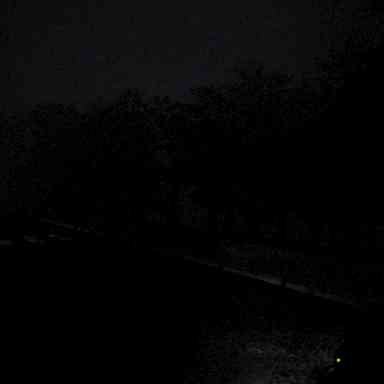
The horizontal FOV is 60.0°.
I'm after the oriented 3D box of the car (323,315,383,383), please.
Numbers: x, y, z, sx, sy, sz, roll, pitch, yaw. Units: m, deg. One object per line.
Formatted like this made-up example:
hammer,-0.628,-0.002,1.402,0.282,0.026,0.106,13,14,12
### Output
car,3.557,1.509,1.653,2.033,1.411,5.357,-1,1,-39
